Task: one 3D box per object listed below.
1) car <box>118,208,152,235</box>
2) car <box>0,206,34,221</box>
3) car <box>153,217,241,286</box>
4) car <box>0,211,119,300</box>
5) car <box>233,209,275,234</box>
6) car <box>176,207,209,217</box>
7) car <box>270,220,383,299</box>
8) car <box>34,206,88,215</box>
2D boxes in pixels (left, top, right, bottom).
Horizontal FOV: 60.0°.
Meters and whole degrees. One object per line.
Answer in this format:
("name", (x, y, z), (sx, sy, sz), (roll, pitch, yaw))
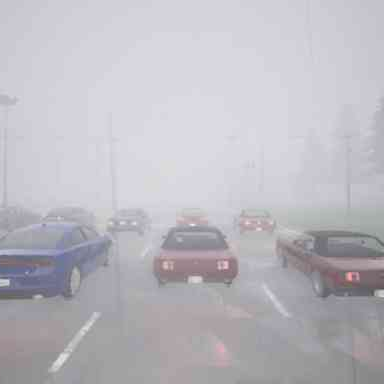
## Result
("car", (-3.466, 1.604, 19.038), (2.033, 1.411, 5.357), (0, 0, 0))
("car", (-10.466, 1.549, 19.336), (2.128, 1.511, 4.902), (0, 0, 0))
("car", (0.070, 1.629, 9.473), (1.895, 1.301, 4.718), (0, 0, 0))
("car", (-3.442, 1.503, 8.566), (1.882, 1.535, 5.008), (0, 0, 0))
("car", (3.532, 1.659, 19.589), (1.895, 1.301, 4.718), (0, 0, 1))
("car", (0.032, 1.584, 19.603), (1.812, 1.442, 4.674), (0, 0, 0))
("car", (3.576, 1.626, 8.485), (1.895, 1.301, 4.718), (0, 0, 0))
("car", (-6.966, 1.562, 19.273), (1.837, 1.490, 4.892), (0, 0, 0))
